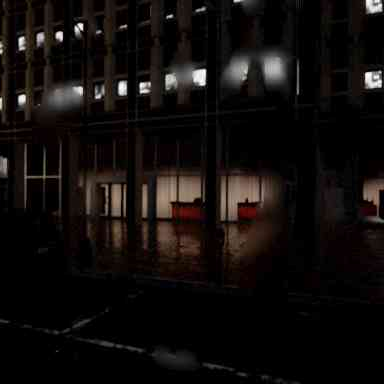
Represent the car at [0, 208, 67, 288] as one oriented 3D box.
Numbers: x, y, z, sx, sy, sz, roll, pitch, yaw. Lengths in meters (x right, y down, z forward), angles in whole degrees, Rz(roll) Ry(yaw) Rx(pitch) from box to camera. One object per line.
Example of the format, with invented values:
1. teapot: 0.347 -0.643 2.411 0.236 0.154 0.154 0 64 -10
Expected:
1. car: -5.331 1.313 7.916 5.009 1.841 2.192 0 1 23
